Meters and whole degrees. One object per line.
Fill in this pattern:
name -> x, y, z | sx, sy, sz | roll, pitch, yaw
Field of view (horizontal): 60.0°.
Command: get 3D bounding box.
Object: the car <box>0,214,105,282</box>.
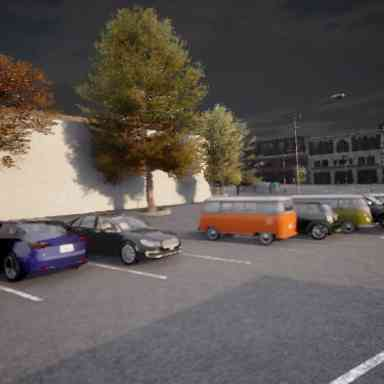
car -> -5.085, 1.520, 9.834 | 4.792, 1.488, 2.163 | -1, 0, 36

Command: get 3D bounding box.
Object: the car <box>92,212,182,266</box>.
car -> -2.583, 1.469, 11.525 | 4.892, 1.521, 2.231 | -1, -1, 36

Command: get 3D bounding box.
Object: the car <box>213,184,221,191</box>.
car -> 4.563, -0.876, 66.830 | 2.163, 1.488, 4.792 | 1, 6, 17

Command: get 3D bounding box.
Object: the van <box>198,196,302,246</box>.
van -> 2.298, 1.199, 14.955 | 4.442, 1.987, 1.878 | -1, 0, 36

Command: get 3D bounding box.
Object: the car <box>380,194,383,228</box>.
car -> 9.896, 1.103, 19.898 | 5.566, 2.045, 2.435 | -1, -1, 36

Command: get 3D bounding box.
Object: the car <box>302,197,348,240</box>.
car -> 4.912, 1.274, 16.546 | 4.553, 1.767, 2.185 | -1, 0, 36

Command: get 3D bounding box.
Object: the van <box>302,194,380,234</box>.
van -> 7.476, 1.150, 18.175 | 4.442, 1.987, 1.878 | -1, -1, 36
